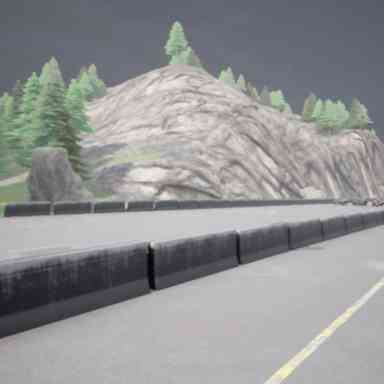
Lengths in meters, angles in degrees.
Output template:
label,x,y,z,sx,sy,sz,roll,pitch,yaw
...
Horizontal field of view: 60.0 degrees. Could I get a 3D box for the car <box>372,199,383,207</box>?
label,x,y,z,sx,sy,sz,roll,pitch,yaw
car,35.307,1.990,62.374,1.882,1.535,5.008,1,0,41

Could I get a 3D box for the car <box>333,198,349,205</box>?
label,x,y,z,sx,sy,sz,roll,pitch,yaw
car,30.012,1.893,66.951,1.837,1.490,4.892,1,0,41

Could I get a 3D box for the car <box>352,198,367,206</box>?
label,x,y,z,sx,sy,sz,roll,pitch,yaw
car,32.660,1.953,64.662,1.837,1.490,4.892,1,0,41
